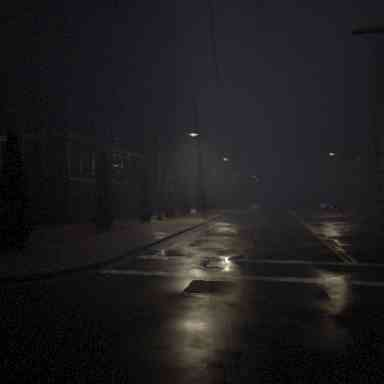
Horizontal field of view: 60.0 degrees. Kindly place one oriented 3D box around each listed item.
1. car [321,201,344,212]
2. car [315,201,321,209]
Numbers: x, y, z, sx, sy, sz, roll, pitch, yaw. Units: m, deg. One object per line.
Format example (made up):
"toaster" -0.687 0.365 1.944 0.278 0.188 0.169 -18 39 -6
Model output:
"car" 18.837 2.022 44.317 1.895 1.301 4.718 -1 -1 14
"car" 21.125 2.082 53.991 2.033 1.411 5.357 -1 -1 14
